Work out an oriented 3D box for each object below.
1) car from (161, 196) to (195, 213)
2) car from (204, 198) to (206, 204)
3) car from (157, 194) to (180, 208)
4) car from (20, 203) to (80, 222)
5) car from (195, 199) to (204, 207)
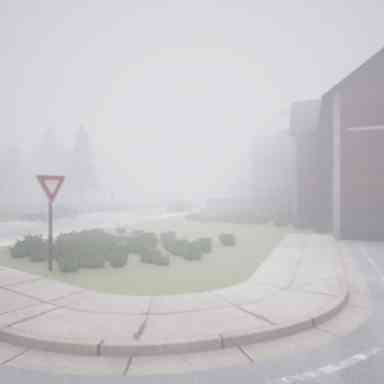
[{"bbox_3d":[-1.479,1.580,37.313,1.816,1.474,4.193,-6,-2,17],"label":"car"},{"bbox_3d":[3.034,1.702,59.197,2.033,1.411,5.357,0,0,19],"label":"car"},{"bbox_3d":[-3.416,1.368,51.489,2.150,2.045,5.566,0,0,20],"label":"car"},{"bbox_3d":[-11.713,1.663,27.968,2.033,1.411,5.357,0,0,19],"label":"car"},{"bbox_3d":[-0.138,1.706,49.981,1.994,1.385,4.181,0,0,20],"label":"car"}]
